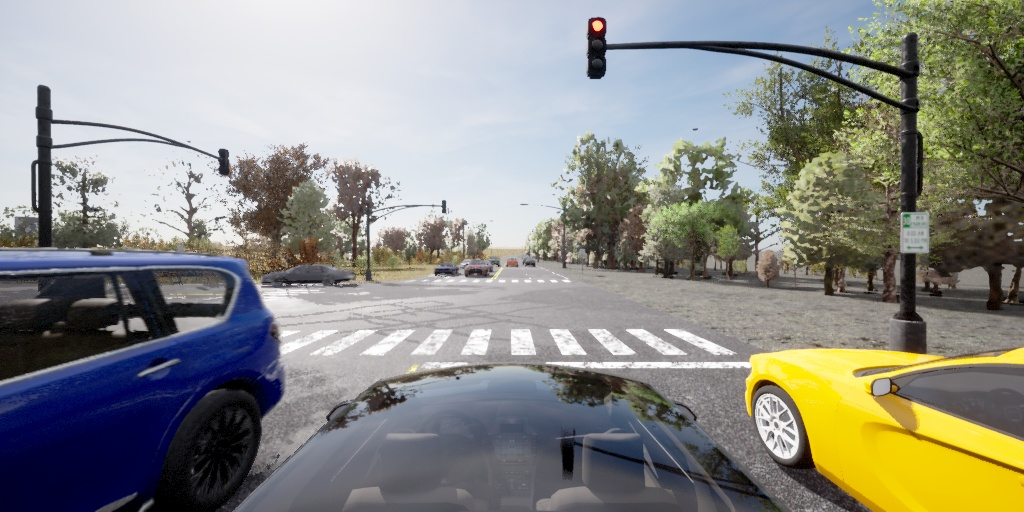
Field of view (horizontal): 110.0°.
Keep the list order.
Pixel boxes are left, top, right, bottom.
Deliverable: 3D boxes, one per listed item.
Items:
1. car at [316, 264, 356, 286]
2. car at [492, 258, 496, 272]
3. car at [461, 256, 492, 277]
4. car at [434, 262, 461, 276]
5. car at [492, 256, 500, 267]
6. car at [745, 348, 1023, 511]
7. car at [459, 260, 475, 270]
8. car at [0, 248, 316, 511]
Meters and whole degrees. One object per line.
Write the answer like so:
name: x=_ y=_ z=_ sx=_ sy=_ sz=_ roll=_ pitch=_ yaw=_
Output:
car: x=-13.299 y=1.251 z=23.715 sx=5.357 sy=1.411 sz=2.033 roll=0 pitch=1 yaw=-8
car: x=-3.349 y=1.277 z=44.232 sx=1.812 sy=1.442 sz=4.674 roll=0 pitch=0 yaw=0
car: x=-3.348 y=1.102 z=35.066 sx=2.097 sy=1.767 sz=4.553 roll=0 pitch=0 yaw=0
car: x=-6.599 y=1.351 z=36.438 sx=1.895 sy=1.301 sz=4.718 roll=0 pitch=0 yaw=0
car: x=-3.302 y=0.978 z=64.955 sx=2.150 sy=2.045 sz=5.566 roll=0 pitch=0 yaw=1
car: x=3.363 y=1.195 z=1.716 sx=1.882 sy=1.535 sz=5.008 roll=0 pitch=1 yaw=0
car: x=-6.593 y=1.278 z=53.011 sx=1.812 sy=1.442 sz=4.674 roll=0 pitch=0 yaw=0
car: x=-3.340 y=0.971 z=1.331 sx=2.150 sy=2.045 sz=5.566 roll=0 pitch=0 yaw=0
